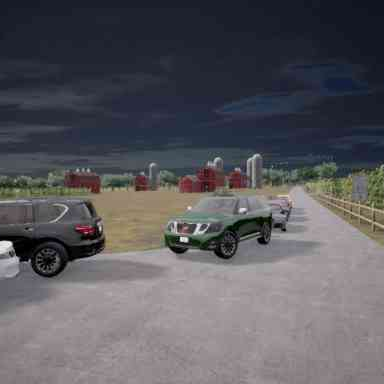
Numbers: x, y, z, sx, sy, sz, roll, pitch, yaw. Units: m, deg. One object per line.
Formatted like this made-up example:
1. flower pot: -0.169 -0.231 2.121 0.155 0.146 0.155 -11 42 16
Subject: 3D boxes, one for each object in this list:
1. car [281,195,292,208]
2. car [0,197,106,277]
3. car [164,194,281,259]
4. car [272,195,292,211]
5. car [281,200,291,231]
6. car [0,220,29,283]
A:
1. car: 6.248 1.235 24.741 1.882 1.535 5.008 0 0 18
2. car: -5.372 1.227 9.601 5.566 2.045 2.150 -1 1 -4
3. car: 1.289 1.108 12.679 2.150 2.045 5.566 0 0 34
4. car: 9.976 1.110 36.492 1.882 1.535 5.008 0 0 18
5. car: 4.401 1.380 19.005 1.994 1.385 4.181 0 0 17
6. car: -6.103 1.612 6.677 4.674 1.442 1.812 -2 2 -38
